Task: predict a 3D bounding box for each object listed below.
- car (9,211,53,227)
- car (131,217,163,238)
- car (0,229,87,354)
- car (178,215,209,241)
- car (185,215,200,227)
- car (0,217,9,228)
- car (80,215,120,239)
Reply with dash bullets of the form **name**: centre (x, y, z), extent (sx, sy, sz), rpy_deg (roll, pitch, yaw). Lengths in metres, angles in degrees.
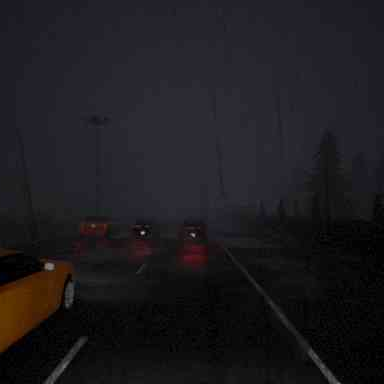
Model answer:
- **car**: centre (-17.515, 3.132, 37.108), extent (2.150, 2.045, 5.566), rpy_deg (0, -3, 0)
- **car**: centre (-3.411, 2.688, 25.481), extent (1.837, 1.490, 4.892), rpy_deg (0, -3, 0)
- **car**: centre (-3.402, 1.593, 5.097), extent (1.882, 1.535, 5.008), rpy_deg (0, -2, 0)
- **car**: centre (0.090, 2.566, 23.276), extent (1.837, 1.490, 4.892), rpy_deg (0, -3, 0)
- **car**: centre (0.082, 3.652, 42.641), extent (1.812, 1.442, 4.674), rpy_deg (0, -3, 0)
- **car**: centre (-21.014, 3.488, 37.112), extent (1.895, 1.301, 4.718), rpy_deg (0, -3, 0)
- **car**: centre (-6.911, 2.528, 25.392), extent (2.097, 1.767, 4.553), rpy_deg (0, -3, 0)
